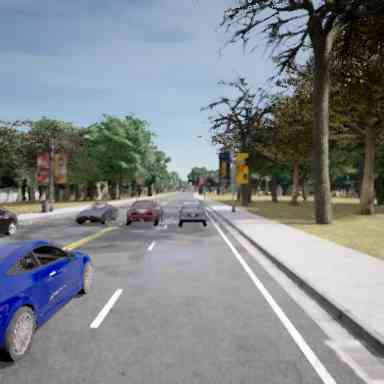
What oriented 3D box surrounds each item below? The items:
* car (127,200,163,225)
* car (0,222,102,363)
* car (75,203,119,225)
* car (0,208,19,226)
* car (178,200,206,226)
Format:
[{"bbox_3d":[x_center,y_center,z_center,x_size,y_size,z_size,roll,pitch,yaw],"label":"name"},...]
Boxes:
[{"bbox_3d":[-3.213,1.308,23.499,2.097,1.767,4.553,0,0,0],"label":"car"},{"bbox_3d":[-3.158,1.514,5.729,1.812,1.442,4.674,0,0,0],"label":"car"},{"bbox_3d":[-6.590,1.504,23.761,2.033,1.411,5.357,0,0,0],"label":"car"},{"bbox_3d":[-9.863,1.475,15.242,1.837,1.490,4.892,0,0,0],"label":"car"},{"bbox_3d":[0.033,1.504,23.211,2.033,1.411,5.357,0,0,-1],"label":"car"}]
